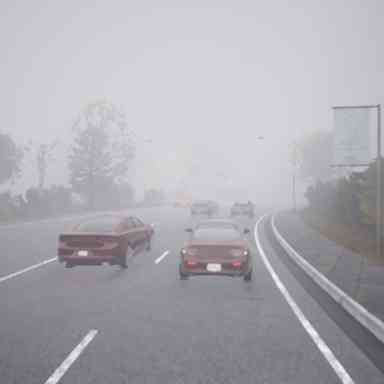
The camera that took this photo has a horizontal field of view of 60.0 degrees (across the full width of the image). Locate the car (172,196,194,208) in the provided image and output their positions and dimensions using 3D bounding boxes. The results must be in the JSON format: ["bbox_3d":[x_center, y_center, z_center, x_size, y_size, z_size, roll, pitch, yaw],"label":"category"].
[{"bbox_3d":[-0.980,1.328,45.792,2.097,1.767,4.553,0,0,24],"label":"car"}]

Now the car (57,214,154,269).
[{"bbox_3d":[-2.623,1.472,11.269,1.882,1.535,5.008,0,0,6],"label":"car"}]

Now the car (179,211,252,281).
[{"bbox_3d":[0.736,1.526,9.798,1.812,1.442,4.674,0,0,6],"label":"car"}]

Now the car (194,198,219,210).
[{"bbox_3d":[1.974,1.552,43.789,1.994,1.385,4.181,0,0,23],"label":"car"}]

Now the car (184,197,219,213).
[{"bbox_3d":[1.240,1.487,30.590,2.128,1.511,4.902,0,0,16],"label":"car"}]

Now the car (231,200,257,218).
[{"bbox_3d":[4.737,1.498,30.095,2.128,1.511,4.902,0,0,16],"label":"car"}]
